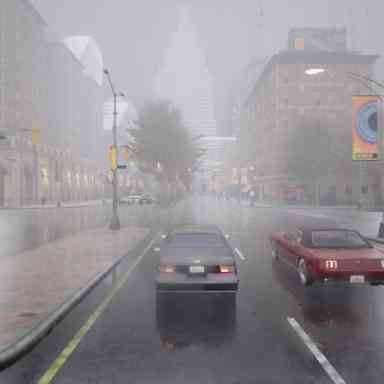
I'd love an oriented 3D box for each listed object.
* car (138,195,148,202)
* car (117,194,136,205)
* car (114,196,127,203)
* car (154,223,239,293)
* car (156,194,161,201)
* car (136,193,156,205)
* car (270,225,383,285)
[{"bbox_3d":[-11.591,1.524,79.217,1.812,1.442,4.674,0,0,0],"label":"car"},{"bbox_3d":[-11.624,1.526,58.937,1.812,1.442,4.674,0,0,0],"label":"car"},{"bbox_3d":[-14.829,1.595,69.203,1.895,1.301,4.718,0,0,0],"label":"car"},{"bbox_3d":[0.091,1.547,8.958,2.033,1.411,5.357,0,0,0],"label":"car"},{"bbox_3d":[-8.079,1.526,68.995,1.812,1.442,4.674,0,0,0],"label":"car"},{"bbox_3d":[-8.125,1.491,59.227,2.128,1.511,4.902,0,0,0],"label":"car"},{"bbox_3d":[3.590,1.601,9.442,1.895,1.301,4.718,0,0,0],"label":"car"}]
